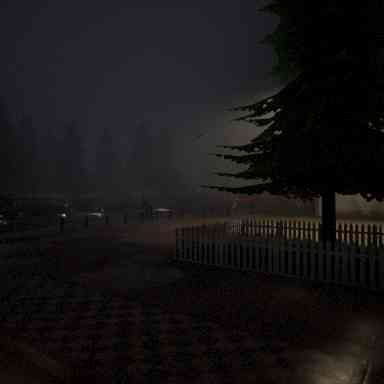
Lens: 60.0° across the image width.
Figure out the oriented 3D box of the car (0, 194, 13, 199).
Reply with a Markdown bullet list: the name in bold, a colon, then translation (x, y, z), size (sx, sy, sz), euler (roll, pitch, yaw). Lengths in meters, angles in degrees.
- **car**: translation (-18.155, 1.222, 28.566), size (2.150, 2.045, 5.566), euler (0, 0, 35)

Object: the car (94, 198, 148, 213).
- **car**: translation (-7.822, 1.547, 37.028), size (2.033, 1.411, 5.357), euler (0, 0, 35)

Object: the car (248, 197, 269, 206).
- **car**: translation (11.534, 1.564, 57.832), size (1.994, 1.385, 4.181), euler (0, 0, 36)

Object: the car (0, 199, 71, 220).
- **car**: translation (-13.668, 1.547, 28.831), size (2.033, 1.411, 5.357), euler (0, 0, 35)

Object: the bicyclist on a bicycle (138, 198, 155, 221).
- **bicyclist on a bicycle**: translation (-3.363, 1.302, 24.363), size (1.656, 1.620, 0.582), euler (0, 0, 35)

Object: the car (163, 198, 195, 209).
- **car**: translation (-1.653, 1.547, 45.656), size (2.033, 1.411, 5.357), euler (0, 0, 36)

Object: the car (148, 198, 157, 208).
- **car**: translation (-6.608, 1.526, 44.753), size (1.812, 1.442, 4.674), euler (0, 0, 36)

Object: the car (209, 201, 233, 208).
- **car**: translation (4.257, 1.562, 47.606), size (1.994, 1.385, 4.181), euler (0, 0, 35)

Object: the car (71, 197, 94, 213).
- **car**: translation (-12.554, 1.352, 36.419), size (2.097, 1.767, 4.553), euler (0, 0, 36)

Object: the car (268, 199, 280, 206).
- **car**: translation (14.335, 1.547, 55.724), size (2.033, 1.411, 5.357), euler (0, 0, 36)

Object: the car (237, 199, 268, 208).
- **car**: translation (8.425, 1.221, 47.423), size (2.150, 2.045, 5.566), euler (0, 0, 36)
